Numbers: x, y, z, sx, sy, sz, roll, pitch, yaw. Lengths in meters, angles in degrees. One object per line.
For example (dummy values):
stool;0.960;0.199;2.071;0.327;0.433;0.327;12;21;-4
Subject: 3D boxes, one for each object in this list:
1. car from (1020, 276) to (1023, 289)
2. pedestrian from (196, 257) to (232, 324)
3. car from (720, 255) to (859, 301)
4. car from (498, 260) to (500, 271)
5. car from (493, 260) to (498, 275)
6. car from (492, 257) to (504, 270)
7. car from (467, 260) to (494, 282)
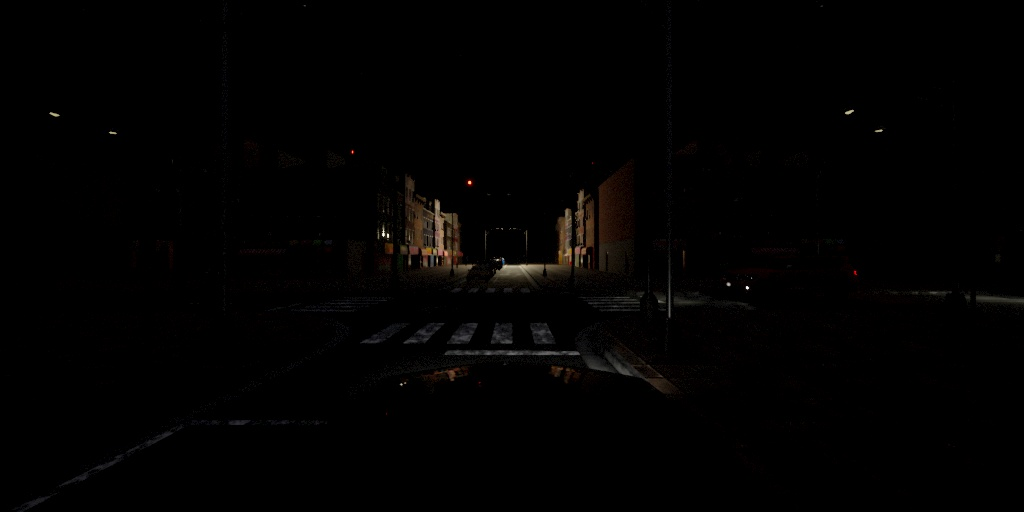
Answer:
car;27.505;0.929;16.659;5.566;2.045;2.150;0;0;0
pedestrian;-6.662;0.886;8.024;0.375;1.860;0.375;0;0;0
car;12.813;0.958;16.717;5.566;2.045;2.150;0;0;-2
car;-2.617;1.367;40.092;1.802;1.307;4.207;0;0;0
car;-2.620;1.320;34.487;1.888;1.381;4.507;0;0;0
car;-2.610;1.249;51.303;1.967;1.591;4.097;0;0;0
car;-2.623;1.292;28.713;1.751;1.417;4.829;0;0;0
